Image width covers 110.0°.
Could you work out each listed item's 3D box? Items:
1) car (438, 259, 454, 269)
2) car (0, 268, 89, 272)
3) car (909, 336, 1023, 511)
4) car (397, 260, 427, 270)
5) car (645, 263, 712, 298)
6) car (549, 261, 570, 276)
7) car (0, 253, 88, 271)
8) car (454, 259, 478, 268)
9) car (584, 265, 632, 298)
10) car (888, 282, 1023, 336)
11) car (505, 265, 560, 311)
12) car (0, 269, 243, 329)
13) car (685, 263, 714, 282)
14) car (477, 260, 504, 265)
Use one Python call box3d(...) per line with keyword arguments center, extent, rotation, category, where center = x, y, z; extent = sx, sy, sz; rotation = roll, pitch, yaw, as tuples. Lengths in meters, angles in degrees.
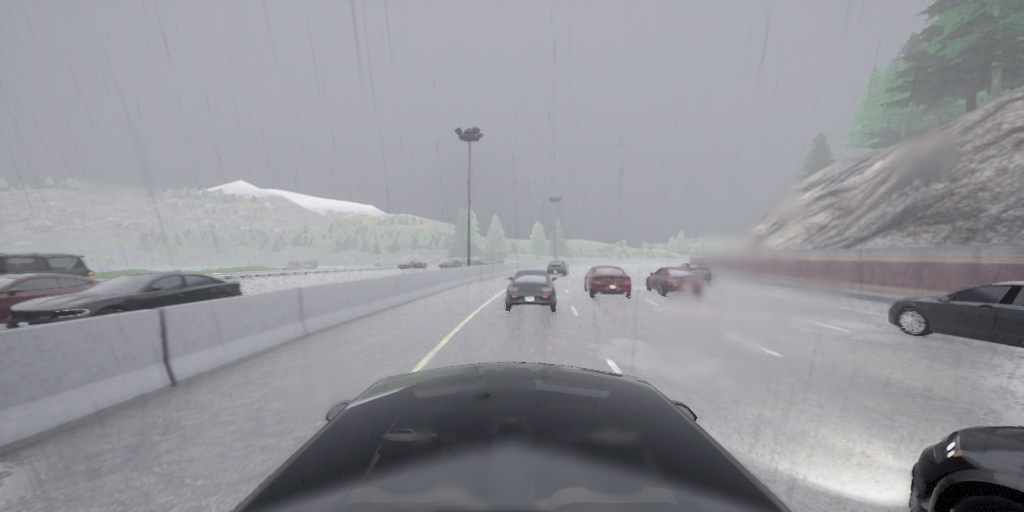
box3d(center=(-8.814, 1.209, 52.739), extent=(2.033, 1.411, 5.357), rotation=(0, 0, 19), category="car")
box3d(center=(-13.733, 1.224, 9.924), extent=(1.812, 1.442, 4.674), rotation=(0, 0, 4), category="car")
box3d(center=(3.692, 1.326, 0.641), extent=(1.994, 1.385, 4.181), rotation=(0, 0, 0), category="car")
box3d(center=(-13.655, 1.253, 49.197), extent=(1.895, 1.301, 4.718), rotation=(0, 0, 17), category="car")
box3d(center=(8.355, 1.280, 18.717), extent=(1.812, 1.442, 4.674), rotation=(0, 0, 7), category="car")
box3d(center=(4.664, 1.226, 36.147), extent=(1.837, 1.490, 4.892), rotation=(0, 0, 14), category="car")
box3d(center=(-17.173, 0.908, 11.416), extent=(2.150, 2.045, 5.566), rotation=(0, 0, 4), category="car")
box3d(center=(-5.734, 1.164, 50.886), extent=(2.128, 1.511, 4.902), rotation=(0, 0, 19), category="car")
box3d(center=(4.805, 1.222, 18.456), extent=(1.882, 1.535, 5.008), rotation=(0, 0, 7), category="car")
box3d(center=(10.840, 1.281, 7.472), extent=(1.837, 1.490, 4.892), rotation=(0, 0, 2), category="car")
box3d(center=(0.805, 1.263, 14.262), extent=(1.812, 1.442, 4.674), rotation=(0, 0, 5), category="car")
box3d(center=(-10.221, 1.187, 10.119), extent=(1.882, 1.535, 5.008), rotation=(0, 0, 4), category="car")
box3d(center=(13.196, 1.252, 26.406), extent=(2.128, 1.511, 4.902), rotation=(0, 0, 11), category="car")
box3d(center=(-2.465, 1.232, 49.795), extent=(2.033, 1.411, 5.357), rotation=(0, 0, 19), category="car")
